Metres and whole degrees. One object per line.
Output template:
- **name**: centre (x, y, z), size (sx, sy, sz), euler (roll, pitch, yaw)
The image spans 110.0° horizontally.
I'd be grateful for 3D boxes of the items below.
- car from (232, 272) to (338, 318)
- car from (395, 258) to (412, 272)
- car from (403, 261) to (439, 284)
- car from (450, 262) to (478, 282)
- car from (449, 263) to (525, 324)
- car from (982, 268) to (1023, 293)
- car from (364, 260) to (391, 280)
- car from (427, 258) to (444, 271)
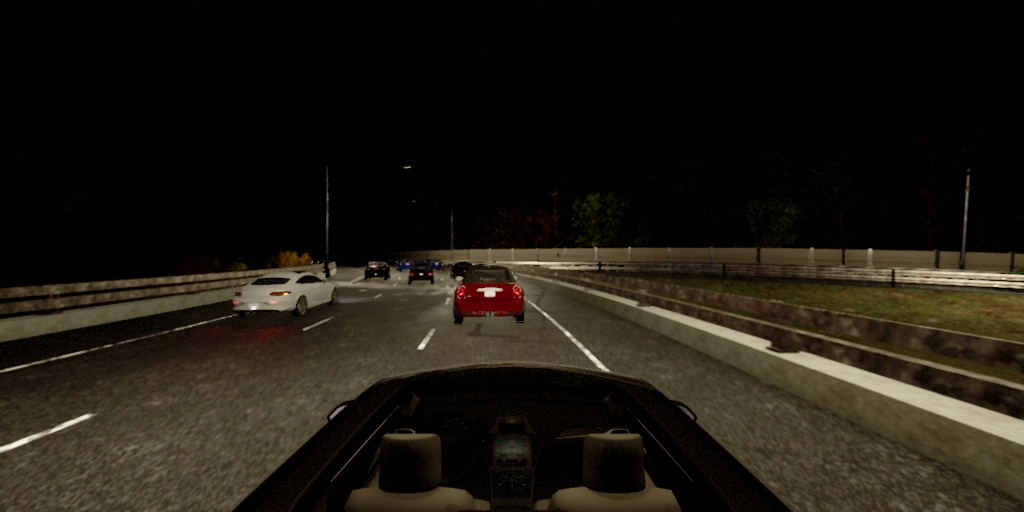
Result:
- **car**: centre (-7.922, 1.287, 12.936), size (1.812, 1.442, 4.674), euler (0, 0, -6)
- **car**: centre (-14.068, 1.119, 47.091), size (2.097, 1.767, 4.553), euler (0, 0, -25)
- **car**: centre (-6.911, 1.306, 27.270), size (2.033, 1.411, 5.357), euler (0, 0, -14)
- **car**: centre (-4.206, 1.278, 30.593), size (1.812, 1.442, 4.674), euler (0, 0, -15)
- **car**: centre (-0.847, 1.101, 12.262), size (2.097, 1.767, 4.553), euler (0, 0, -6)
- **car**: centre (38.590, 1.696, 25.971), size (5.566, 2.045, 2.150), euler (3, 2, 28)
- **car**: centre (-11.634, 1.258, 31.084), size (2.128, 1.511, 4.902), euler (0, 0, -17)
- **car**: centre (-10.486, 1.112, 47.674), size (2.097, 1.767, 4.553), euler (0, 0, -24)
